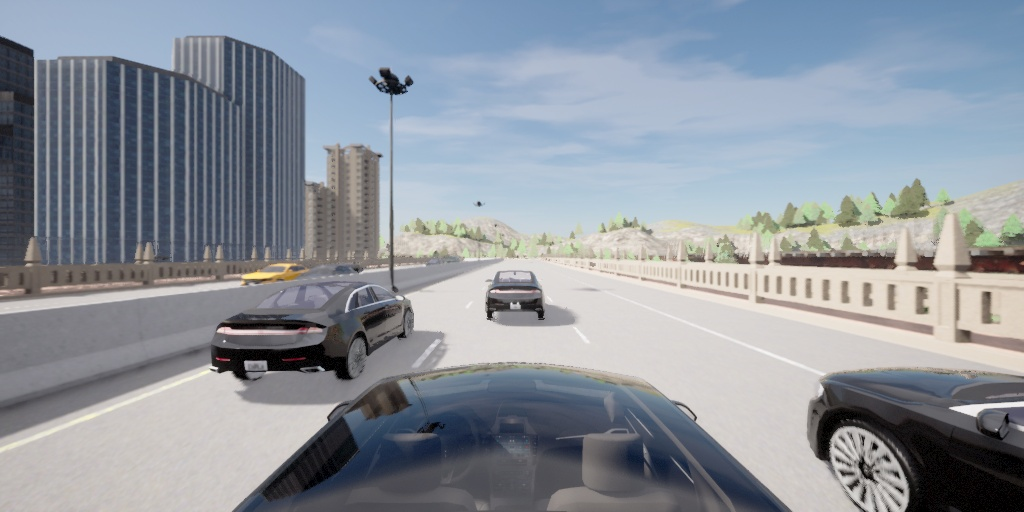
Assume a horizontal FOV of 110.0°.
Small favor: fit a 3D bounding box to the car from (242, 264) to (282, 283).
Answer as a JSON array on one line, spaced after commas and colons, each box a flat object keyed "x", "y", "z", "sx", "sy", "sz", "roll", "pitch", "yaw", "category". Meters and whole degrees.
[{"x": -14.100, "y": 1.230, "z": 21.959, "sx": 1.882, "sy": 1.535, "sz": 5.008, "roll": 0, "pitch": 0, "yaw": 0, "category": "car"}]

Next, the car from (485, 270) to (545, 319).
[{"x": 0.099, "y": 1.243, "z": 12.691, "sx": 2.128, "sy": 1.511, "sz": 4.902, "roll": 0, "pitch": 0, "yaw": 0, "category": "car"}]

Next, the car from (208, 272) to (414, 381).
[{"x": -3.401, "y": 1.242, "z": 7.186, "sx": 2.128, "sy": 1.511, "sz": 4.902, "roll": 0, "pitch": 0, "yaw": 0, "category": "car"}]

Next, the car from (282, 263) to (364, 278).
[{"x": -10.600, "y": 1.257, "z": 20.590, "sx": 1.837, "sy": 1.490, "sz": 4.892, "roll": 0, "pitch": 0, "yaw": 0, "category": "car"}]

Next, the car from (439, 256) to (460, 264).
[{"x": -10.258, "y": 0.981, "z": 61.043, "sx": 2.150, "sy": 2.045, "sz": 5.566, "roll": 0, "pitch": 0, "yaw": 2, "category": "car"}]

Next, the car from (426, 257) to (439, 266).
[{"x": -13.669, "y": 1.307, "z": 63.433, "sx": 2.033, "sy": 1.411, "sz": 5.357, "roll": 0, "pitch": 0, "yaw": 2, "category": "car"}]

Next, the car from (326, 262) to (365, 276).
[{"x": -17.591, "y": 1.356, "z": 38.185, "sx": 1.895, "sy": 1.301, "sz": 4.718, "roll": 0, "pitch": 0, "yaw": 0, "category": "car"}]

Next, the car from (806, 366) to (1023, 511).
[{"x": 3.599, "y": 1.242, "z": 1.262, "sx": 2.128, "sy": 1.511, "sz": 4.902, "roll": 0, "pitch": 0, "yaw": 0, "category": "car"}]
